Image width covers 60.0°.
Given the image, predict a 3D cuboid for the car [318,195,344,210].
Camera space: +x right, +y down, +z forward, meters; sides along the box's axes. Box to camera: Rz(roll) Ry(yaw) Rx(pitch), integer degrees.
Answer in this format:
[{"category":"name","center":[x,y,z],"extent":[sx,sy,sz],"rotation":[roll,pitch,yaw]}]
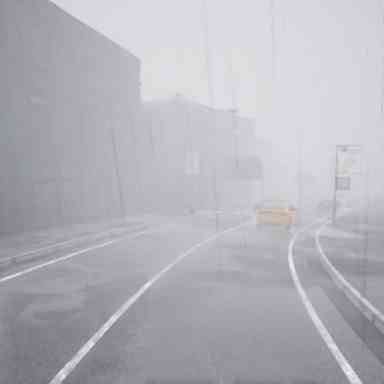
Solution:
[{"category":"car","center":[16.061,1.350,38.888],"extent":[1.994,1.385,4.181],"rotation":[3,2,32]}]

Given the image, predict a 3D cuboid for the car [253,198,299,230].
[{"category":"car","center":[5.512,1.405,20.962],"extent":[1.882,1.535,5.008],"rotation":[2,1,25]}]

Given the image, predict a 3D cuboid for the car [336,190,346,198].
[{"category":"car","center":[30.292,0.430,67.945],"extent":[1.837,1.490,4.892],"rotation":[3,3,32]}]

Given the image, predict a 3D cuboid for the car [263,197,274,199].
[{"category":"car","center":[7.753,1.235,32.682],"extent":[2.033,1.411,5.357],"rotation":[3,2,32]}]
